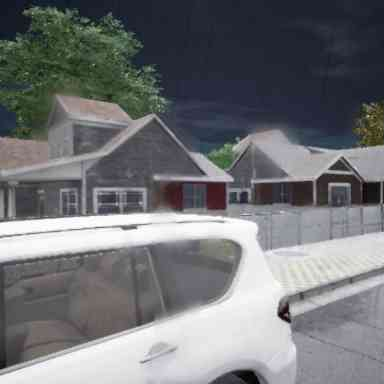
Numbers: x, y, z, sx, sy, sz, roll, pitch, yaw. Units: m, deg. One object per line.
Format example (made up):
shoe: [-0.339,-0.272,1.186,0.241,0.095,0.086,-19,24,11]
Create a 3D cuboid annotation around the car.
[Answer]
car: [-1.629,1.254,2.276,5.566,2.045,2.150,-1,0,-36]
